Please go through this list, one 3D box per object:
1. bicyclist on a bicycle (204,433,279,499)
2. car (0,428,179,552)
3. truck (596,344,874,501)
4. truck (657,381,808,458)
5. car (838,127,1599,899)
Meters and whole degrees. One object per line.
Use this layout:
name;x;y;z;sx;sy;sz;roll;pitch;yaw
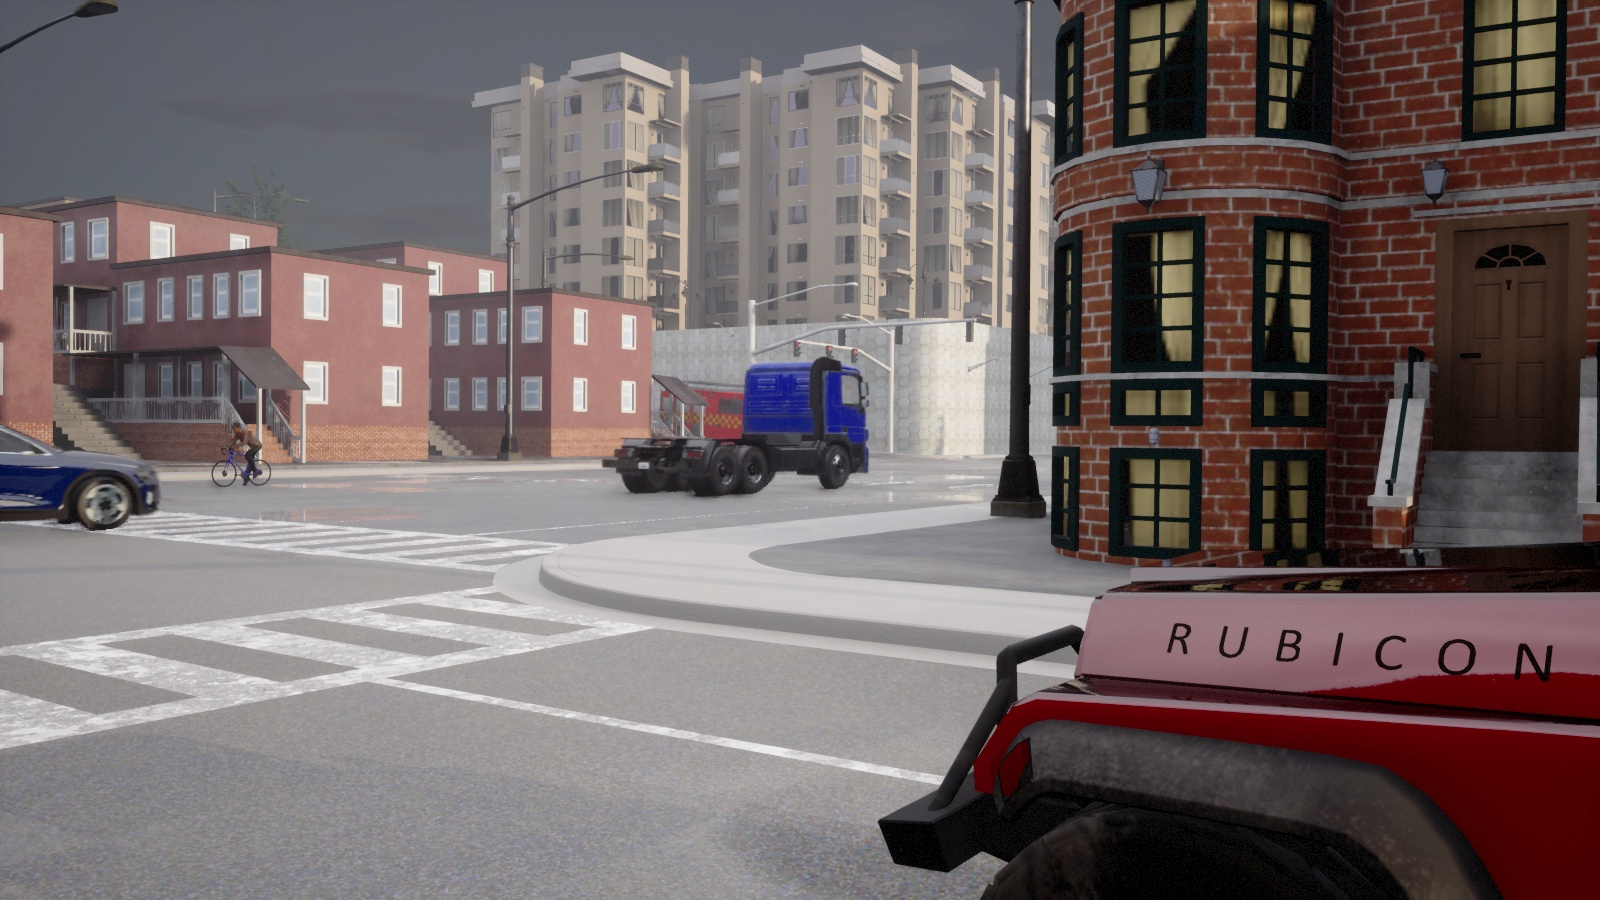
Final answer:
bicyclist on a bicycle;-14.082;0.379;31.706;0.582;1.620;1.656;0;1;33
car;-11.507;0.528;17.349;4.856;1.649;2.033;-1;1;-43
truck;-1.370;-0.674;31.920;2.891;3.462;7.936;0;1;33
truck;-4.007;-1.806;72.816;8.468;3.827;2.891;6;4;33
car;2.219;0.478;2.153;3.866;1.878;1.905;0;1;33
